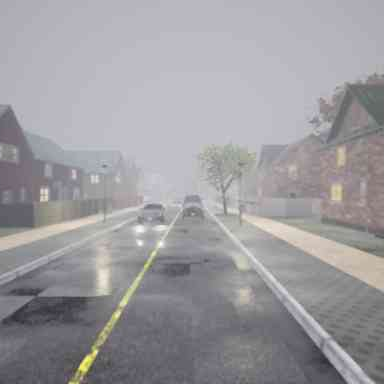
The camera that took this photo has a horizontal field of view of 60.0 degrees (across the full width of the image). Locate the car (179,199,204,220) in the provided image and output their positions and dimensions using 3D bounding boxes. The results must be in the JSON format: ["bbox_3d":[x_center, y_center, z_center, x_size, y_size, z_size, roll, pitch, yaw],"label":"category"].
[{"bbox_3d":[0.074,1.551,28.040,1.812,1.442,4.674,0,0,0],"label":"car"}]

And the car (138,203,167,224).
[{"bbox_3d":[-2.863,1.543,24.825,1.812,1.442,4.674,0,0,0],"label":"car"}]

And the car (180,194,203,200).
[{"bbox_3d":[0.059,1.295,39.492,2.150,2.045,5.566,0,0,0],"label":"car"}]

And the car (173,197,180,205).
[{"bbox_3d":[-2.823,1.787,65.602,2.033,1.411,5.357,0,0,0],"label":"car"}]
